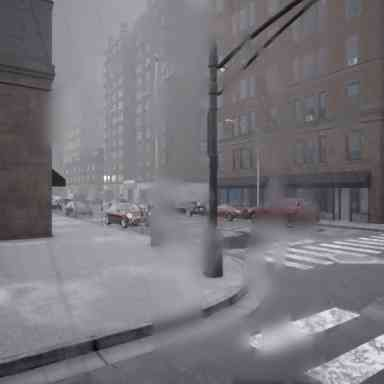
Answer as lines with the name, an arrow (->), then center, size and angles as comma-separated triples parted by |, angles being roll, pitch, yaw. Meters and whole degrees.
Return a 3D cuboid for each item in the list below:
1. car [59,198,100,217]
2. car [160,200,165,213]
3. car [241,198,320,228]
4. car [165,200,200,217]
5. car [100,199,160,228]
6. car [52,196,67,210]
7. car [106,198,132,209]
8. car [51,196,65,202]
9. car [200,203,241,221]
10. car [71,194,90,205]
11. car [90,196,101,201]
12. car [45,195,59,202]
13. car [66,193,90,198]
car -> -10.493, 1.529, 30.779 | 2.008, 1.369, 4.403 | 0, 0, -35
car -> -3.535, 1.529, 35.706 | 2.008, 1.369, 4.403 | 0, 0, -35
car -> 6.005, 1.309, 22.155 | 2.192, 1.841, 5.009 | 0, 0, -35
car -> -0.355, 1.550, 31.188 | 1.947, 1.339, 4.313 | 0, 0, -35
car -> -4.132, 1.430, 21.742 | 1.967, 1.590, 4.097 | 0, 0, -35
car -> -16.855, 1.511, 39.814 | 1.887, 1.381, 4.507 | 0, 0, -35
car -> -9.894, 1.532, 44.738 | 1.947, 1.339, 4.313 | 0, 0, -35
car -> -28.973, 1.477, 71.838 | 2.008, 1.369, 4.403 | 0, 0, -35
car -> 2.825, 1.571, 26.672 | 1.802, 1.307, 4.206 | 0, 0, -35
car -> -20.044, 1.298, 59.596 | 2.097, 1.767, 4.553 | 0, 0, -35
car -> -16.004, 1.457, 53.915 | 1.837, 1.490, 4.892 | 0, 0, -35
car -> -32.153, 1.471, 76.354 | 2.008, 1.369, 4.403 | 0, 0, -35
car -> -18.214, 1.176, 51.761 | 2.150, 2.045, 5.566 | 0, 0, -35
